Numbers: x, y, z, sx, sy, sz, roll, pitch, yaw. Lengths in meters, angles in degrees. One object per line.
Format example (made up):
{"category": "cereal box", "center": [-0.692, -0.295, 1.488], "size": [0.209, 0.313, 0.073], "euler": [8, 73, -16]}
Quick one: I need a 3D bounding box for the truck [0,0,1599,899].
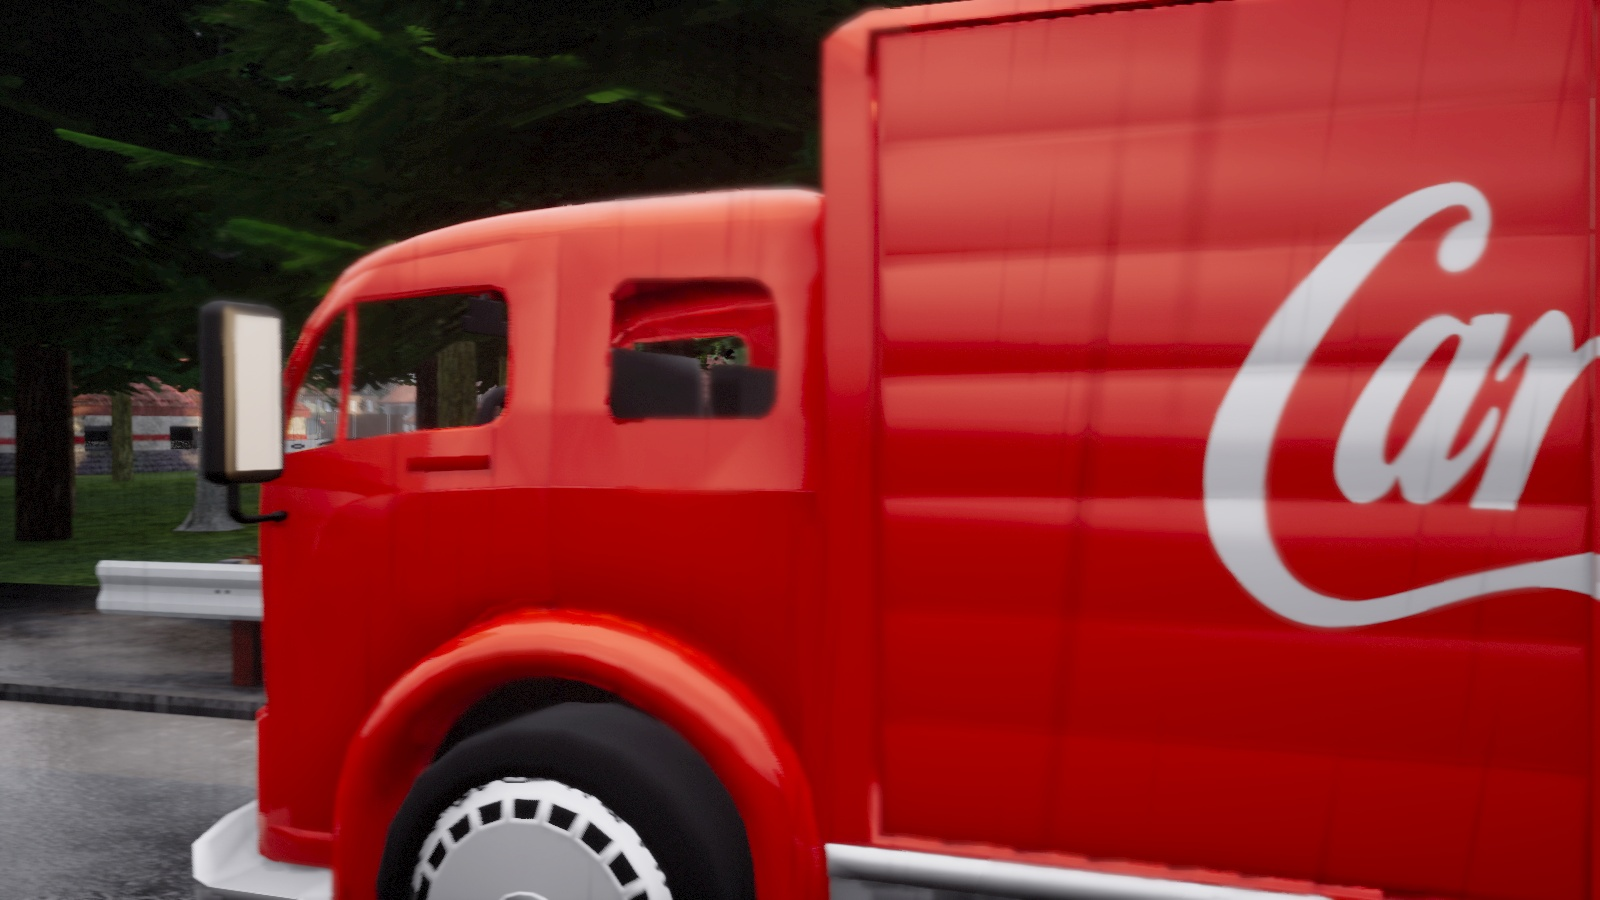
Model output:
{"category": "truck", "center": [0.841, 0.298, 3.430], "size": [5.204, 2.467, 2.627], "euler": [0, 1, 19]}
